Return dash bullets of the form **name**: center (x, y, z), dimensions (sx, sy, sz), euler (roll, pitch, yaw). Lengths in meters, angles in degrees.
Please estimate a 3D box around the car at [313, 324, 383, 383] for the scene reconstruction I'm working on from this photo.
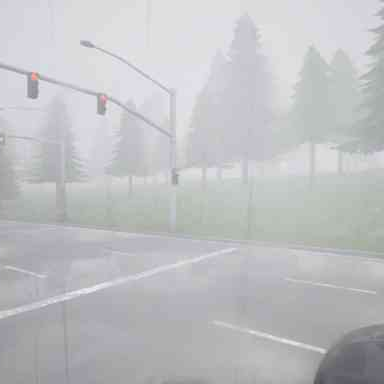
- **car**: center (3.180, 1.505, 1.718), dimensions (4.892, 1.490, 1.837), euler (0, 0, 36)
